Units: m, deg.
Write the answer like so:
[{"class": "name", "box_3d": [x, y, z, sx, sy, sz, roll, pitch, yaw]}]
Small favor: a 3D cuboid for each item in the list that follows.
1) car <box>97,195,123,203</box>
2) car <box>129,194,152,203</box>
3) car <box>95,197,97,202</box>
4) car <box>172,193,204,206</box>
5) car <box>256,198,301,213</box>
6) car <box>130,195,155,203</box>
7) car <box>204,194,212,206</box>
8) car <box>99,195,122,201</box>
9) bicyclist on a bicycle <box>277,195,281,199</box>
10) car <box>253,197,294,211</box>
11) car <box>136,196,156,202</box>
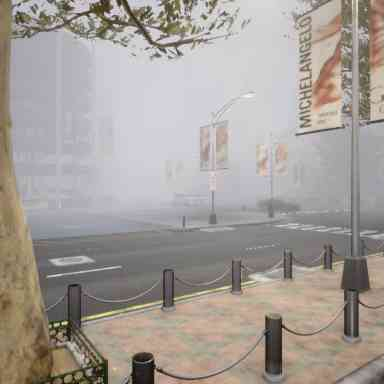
[{"class": "car", "box_3d": [-16.142, 1.506, 67.220, 4.892, 1.490, 1.837, 0, 0, 27]}, {"class": "car", "box_3d": [-11.219, 1.355, 72.603, 4.553, 1.767, 2.097, 0, 0, 26]}, {"class": "car", "box_3d": [-20.459, 1.450, 76.320, 4.892, 1.490, 1.837, 0, 0, 12]}, {"class": "car", "box_3d": [-0.997, 1.220, 52.990, 2.150, 2.045, 5.566, 0, 0, -36]}, {"class": "car", "box_3d": [9.868, 1.477, 37.257, 1.882, 1.535, 5.008, 0, 0, -31]}, {"class": "car", "box_3d": [-10.211, 1.600, 67.841, 4.718, 1.301, 1.895, 0, 0, 35]}, {"class": "car", "box_3d": [1.351, 1.221, 55.715, 2.150, 2.045, 5.566, 0, 0, -36]}, {"class": "car", "box_3d": [-19.495, 1.418, 79.685, 5.008, 1.535, 1.882, 0, 0, 12]}, {"class": "bicyclist on a bicycle", "box_3d": [15.756, 1.300, 60.497, 1.656, 1.620, 0.582, 0, 0, -36]}, {"class": "car", "box_3d": [10.466, 1.491, 42.901, 2.128, 1.511, 4.902, 0, 0, -35]}, {"class": "car", "box_3d": [-10.472, 1.552, 76.159, 4.181, 1.385, 1.994, 0, 0, 26]}]
